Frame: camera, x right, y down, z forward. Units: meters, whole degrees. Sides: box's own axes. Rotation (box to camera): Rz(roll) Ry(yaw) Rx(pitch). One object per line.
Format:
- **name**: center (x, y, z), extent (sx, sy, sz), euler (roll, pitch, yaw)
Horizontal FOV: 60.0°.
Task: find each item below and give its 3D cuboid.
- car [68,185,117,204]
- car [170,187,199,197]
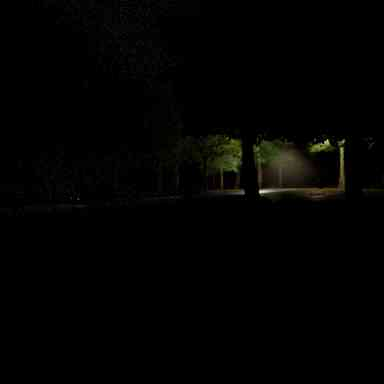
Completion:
- **car**: center (-10.954, 0.219, 37.019), extent (2.150, 2.045, 5.566), euler (-1, 2, 38)
- **car**: center (-1.111, -0.024, 49.785), extent (1.895, 1.301, 4.718), euler (-1, 2, 38)
